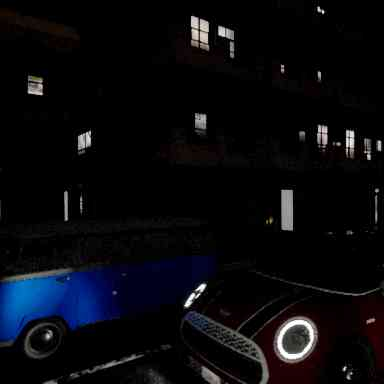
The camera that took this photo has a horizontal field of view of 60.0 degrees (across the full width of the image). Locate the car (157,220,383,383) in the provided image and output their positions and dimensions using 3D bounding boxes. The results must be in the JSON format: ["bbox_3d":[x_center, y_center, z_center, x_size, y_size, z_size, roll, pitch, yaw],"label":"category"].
[{"bbox_3d":[2.037,1.351,4.787,4.553,1.767,2.097,0,0,-35],"label":"car"}]

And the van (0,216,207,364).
[{"bbox_3d":[-1.431,1.341,5.550,3.998,1.788,1.690,0,0,-35],"label":"van"}]
